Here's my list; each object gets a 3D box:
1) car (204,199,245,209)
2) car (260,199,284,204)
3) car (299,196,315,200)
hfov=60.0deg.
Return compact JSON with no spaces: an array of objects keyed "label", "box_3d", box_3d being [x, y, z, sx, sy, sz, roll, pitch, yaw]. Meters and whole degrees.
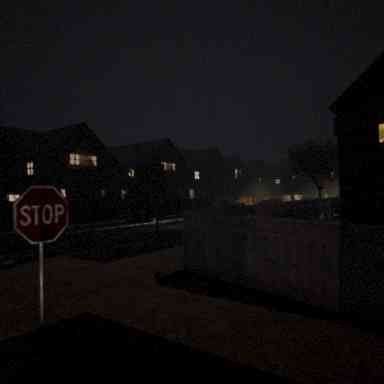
[{"label":"car","box_3d":[2.792,1.383,27.891,2.128,1.511,4.902,-2,-1,36]},{"label":"car","box_3d":[7.105,1.316,28.809,1.812,1.442,4.674,-2,-1,36]},{"label":"car","box_3d":[15.727,1.285,45.413,1.812,1.442,4.674,-2,-1,36]}]
